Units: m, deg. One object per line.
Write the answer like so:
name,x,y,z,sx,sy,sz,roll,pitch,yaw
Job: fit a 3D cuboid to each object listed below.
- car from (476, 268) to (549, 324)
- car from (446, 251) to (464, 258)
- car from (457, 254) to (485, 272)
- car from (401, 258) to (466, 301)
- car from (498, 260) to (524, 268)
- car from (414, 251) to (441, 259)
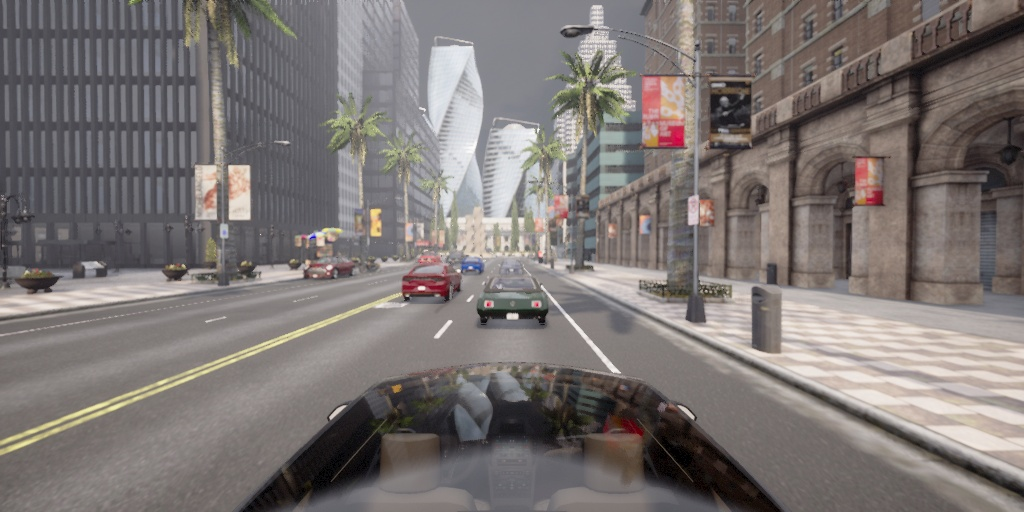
car,0.033,1.227,11.351,1.895,1.301,4.718,0,1,0
car,-7.499,0.374,48.303,2.150,2.045,5.566,0,0,0
car,-3.614,0.819,33.464,1.882,1.535,5.008,0,1,-1
car,-3.452,1.041,16.177,1.882,1.535,5.008,0,1,0
car,-0.047,0.972,27.004,2.033,1.411,5.357,0,1,0
car,-10.999,0.374,48.269,2.150,2.045,5.566,0,0,0
